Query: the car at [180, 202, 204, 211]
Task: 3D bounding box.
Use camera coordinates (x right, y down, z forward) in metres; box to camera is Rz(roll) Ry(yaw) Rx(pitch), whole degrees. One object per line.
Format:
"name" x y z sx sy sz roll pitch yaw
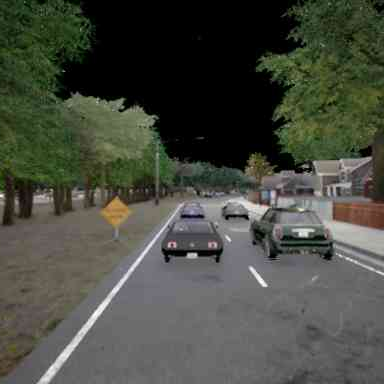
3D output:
"car" 0.039 1.544 27.935 1.994 1.385 4.181 0 0 1

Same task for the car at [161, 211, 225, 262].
"car" 0.032 1.603 12.105 1.895 1.301 4.718 0 0 1

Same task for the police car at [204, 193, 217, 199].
"police car" 4.793 1.032 92.835 1.930 1.638 5.238 0 1 16

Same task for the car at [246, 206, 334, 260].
"car" 3.539 1.354 12.624 2.097 1.767 4.553 0 0 1

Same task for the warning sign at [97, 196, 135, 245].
"warning sign" -3.049 1.119 13.457 1.300 1.860 1.060 0 0 0

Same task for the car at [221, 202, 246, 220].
"car" 3.538 1.544 27.961 1.994 1.385 4.181 0 0 1
